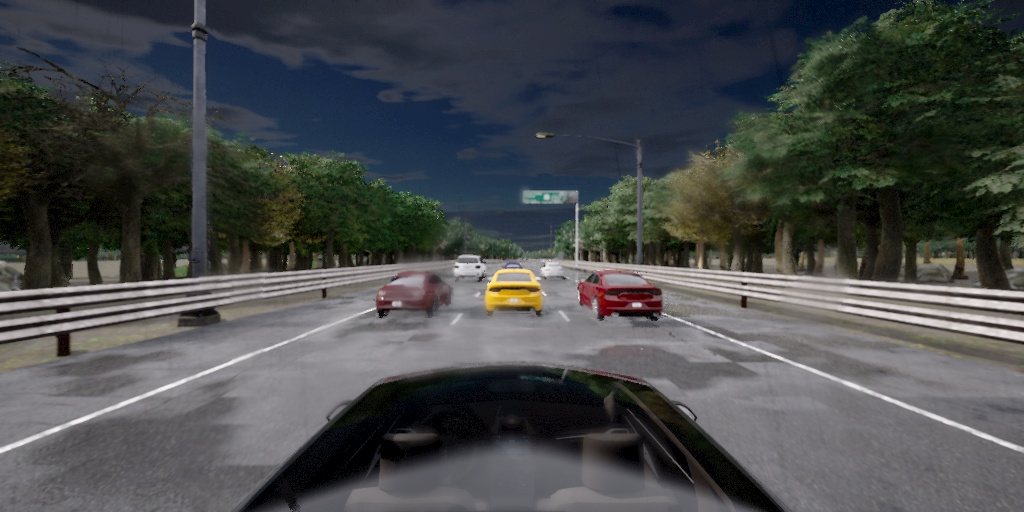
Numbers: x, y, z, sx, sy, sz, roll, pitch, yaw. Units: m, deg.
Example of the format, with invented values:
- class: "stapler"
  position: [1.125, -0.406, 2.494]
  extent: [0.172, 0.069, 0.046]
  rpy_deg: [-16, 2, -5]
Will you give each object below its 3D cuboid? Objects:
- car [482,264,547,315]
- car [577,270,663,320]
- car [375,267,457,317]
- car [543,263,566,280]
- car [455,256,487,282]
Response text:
- class: "car"
  position: [0.082, 1.242, 13.743]
  extent: [1.882, 1.535, 5.008]
  rpy_deg: [0, 0, 0]
- class: "car"
  position: [3.581, 1.240, 12.724]
  extent: [1.882, 1.535, 5.008]
  rpy_deg: [0, 0, 0]
- class: "car"
  position: [-3.418, 1.290, 13.107]
  extent: [1.812, 1.442, 4.674]
  rpy_deg: [0, 0, 1]
- class: "car"
  position: [3.588, 1.323, 32.056]
  extent: [1.812, 1.442, 4.674]
  rpy_deg: [0, 0, 0]
- class: "car"
  position: [-3.411, 1.016, 30.110]
  extent: [2.150, 2.045, 5.566]
  rpy_deg: [0, 0, 0]
